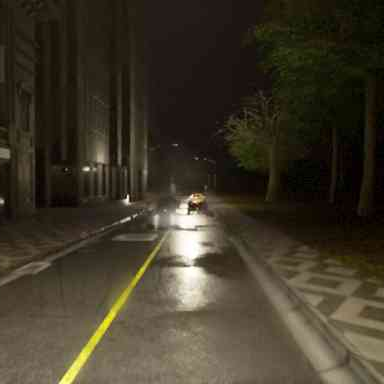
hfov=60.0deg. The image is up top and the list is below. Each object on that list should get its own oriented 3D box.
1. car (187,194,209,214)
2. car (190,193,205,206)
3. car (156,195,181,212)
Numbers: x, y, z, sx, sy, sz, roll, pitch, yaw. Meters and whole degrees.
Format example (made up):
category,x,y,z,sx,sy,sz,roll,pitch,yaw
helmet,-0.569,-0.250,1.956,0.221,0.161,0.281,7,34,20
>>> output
category,x,y,z,sx,sy,sz,roll,pitch,yaw
car,0.529,1.224,30.952,2.128,1.511,4.902,0,1,2
car,0.756,1.021,45.575,1.882,1.535,5.008,0,1,2
car,-2.482,1.158,34.076,1.882,1.535,5.008,0,1,1
